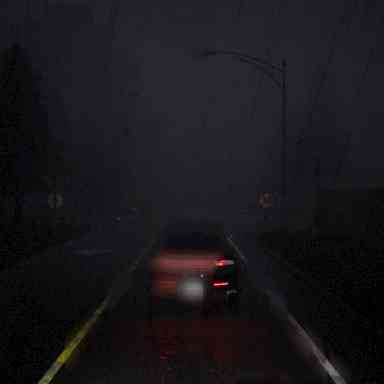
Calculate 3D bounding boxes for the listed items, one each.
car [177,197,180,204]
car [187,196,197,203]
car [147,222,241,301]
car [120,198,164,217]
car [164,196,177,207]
[{"bbox_3d":[-3.491,1.514,65.101,1.812,1.442,4.674,0,0,1],"label":"car"},{"bbox_3d":[0.047,1.479,69.512,2.128,1.511,4.902,0,0,0],"label":"car"},{"bbox_3d":[0.059,1.490,8.281,2.128,1.511,4.902,0,0,0],"label":"car"},{"bbox_3d":[-4.889,1.471,31.786,1.882,1.535,5.008,1,0,23],"label":"car"},{"bbox_3d":[-3.563,1.495,49.197,1.837,1.490,4.892,0,0,0],"label":"car"}]
